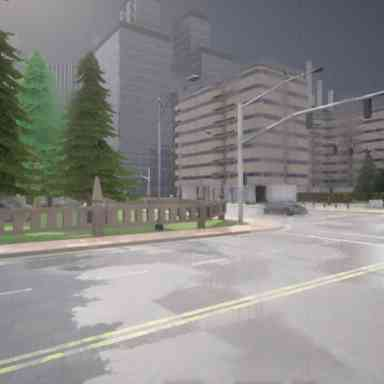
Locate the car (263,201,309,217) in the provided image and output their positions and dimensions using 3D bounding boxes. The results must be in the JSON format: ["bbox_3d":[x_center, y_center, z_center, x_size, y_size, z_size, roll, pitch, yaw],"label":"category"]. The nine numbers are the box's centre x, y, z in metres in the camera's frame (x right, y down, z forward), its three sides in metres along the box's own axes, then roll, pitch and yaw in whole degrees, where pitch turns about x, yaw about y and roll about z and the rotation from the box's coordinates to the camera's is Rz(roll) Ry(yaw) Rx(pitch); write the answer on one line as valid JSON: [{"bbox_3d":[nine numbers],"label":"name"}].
[{"bbox_3d":[8.630,1.553,30.851,1.994,1.385,4.181,0,0,-35],"label":"car"}]
